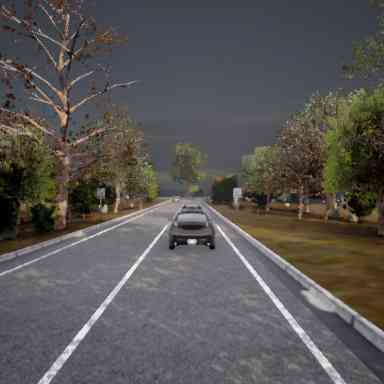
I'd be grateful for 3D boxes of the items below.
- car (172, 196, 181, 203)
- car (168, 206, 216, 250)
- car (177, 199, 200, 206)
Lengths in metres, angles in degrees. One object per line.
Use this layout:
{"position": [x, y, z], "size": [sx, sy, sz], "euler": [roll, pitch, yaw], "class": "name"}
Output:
{"position": [-3.500, 1.709, 75.937], "size": [2.128, 1.511, 4.902], "euler": [0, 0, 0], "class": "car"}
{"position": [0.000, 1.588, 14.655], "size": [1.837, 1.490, 4.892], "euler": [0, 0, 0], "class": "car"}
{"position": [0.000, 1.659, 29.653], "size": [2.128, 1.511, 4.902], "euler": [0, 0, 0], "class": "car"}
